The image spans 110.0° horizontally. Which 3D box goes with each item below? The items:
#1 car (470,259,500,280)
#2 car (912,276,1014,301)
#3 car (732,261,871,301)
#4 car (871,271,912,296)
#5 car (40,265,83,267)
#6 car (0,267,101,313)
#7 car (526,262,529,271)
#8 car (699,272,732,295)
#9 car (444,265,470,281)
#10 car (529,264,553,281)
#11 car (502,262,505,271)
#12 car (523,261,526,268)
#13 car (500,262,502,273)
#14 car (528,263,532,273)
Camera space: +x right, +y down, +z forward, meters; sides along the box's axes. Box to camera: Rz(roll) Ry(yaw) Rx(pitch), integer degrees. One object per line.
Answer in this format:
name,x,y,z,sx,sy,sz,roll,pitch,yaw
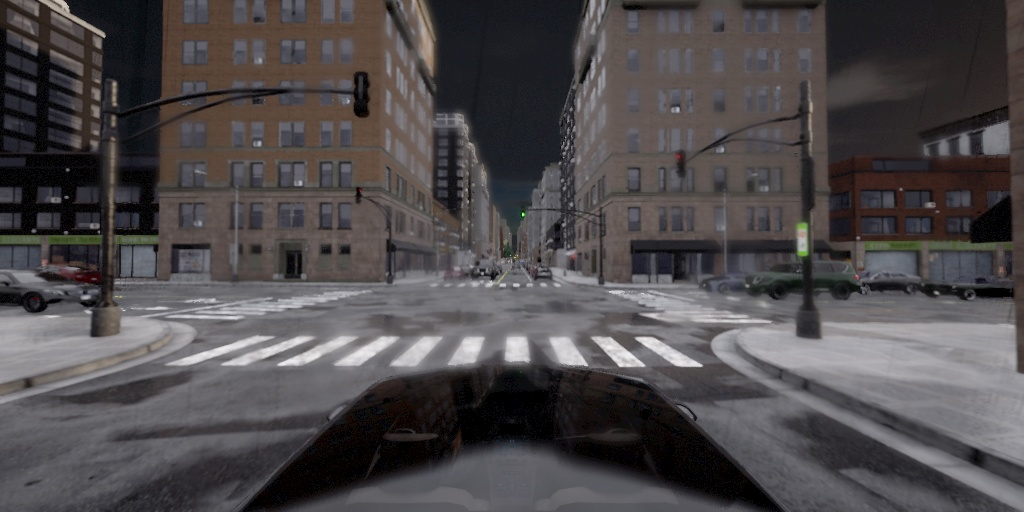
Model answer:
car,-2.749,1.361,36.476,2.150,2.045,5.566,0,-1,1
car,25.395,1.745,19.551,4.718,1.301,1.895,0,-1,0
car,15.637,1.303,19.630,5.566,2.045,2.150,0,-1,0
car,23.081,1.687,22.816,4.902,1.511,2.128,0,-1,0
car,-29.490,1.308,23.202,5.008,1.535,1.882,1,-1,0
car,-17.917,1.233,13.170,4.674,1.442,1.812,0,-1,1
car,3.144,1.792,45.911,2.007,1.370,4.403,0,0,1
car,14.293,1.705,22.889,4.181,1.385,1.994,0,-1,1
car,-5.527,1.704,34.960,1.802,1.307,4.207,0,0,1
car,2.998,1.686,34.851,1.948,1.339,4.313,0,0,1
car,-2.470,1.963,56.814,1.895,1.301,4.718,0,-1,1
car,3.364,1.989,62.501,1.948,1.339,4.313,0,0,1
car,-2.616,1.755,46.560,1.837,1.490,4.892,0,-1,1
car,3.072,1.726,40.381,1.888,1.381,4.507,0,0,1
